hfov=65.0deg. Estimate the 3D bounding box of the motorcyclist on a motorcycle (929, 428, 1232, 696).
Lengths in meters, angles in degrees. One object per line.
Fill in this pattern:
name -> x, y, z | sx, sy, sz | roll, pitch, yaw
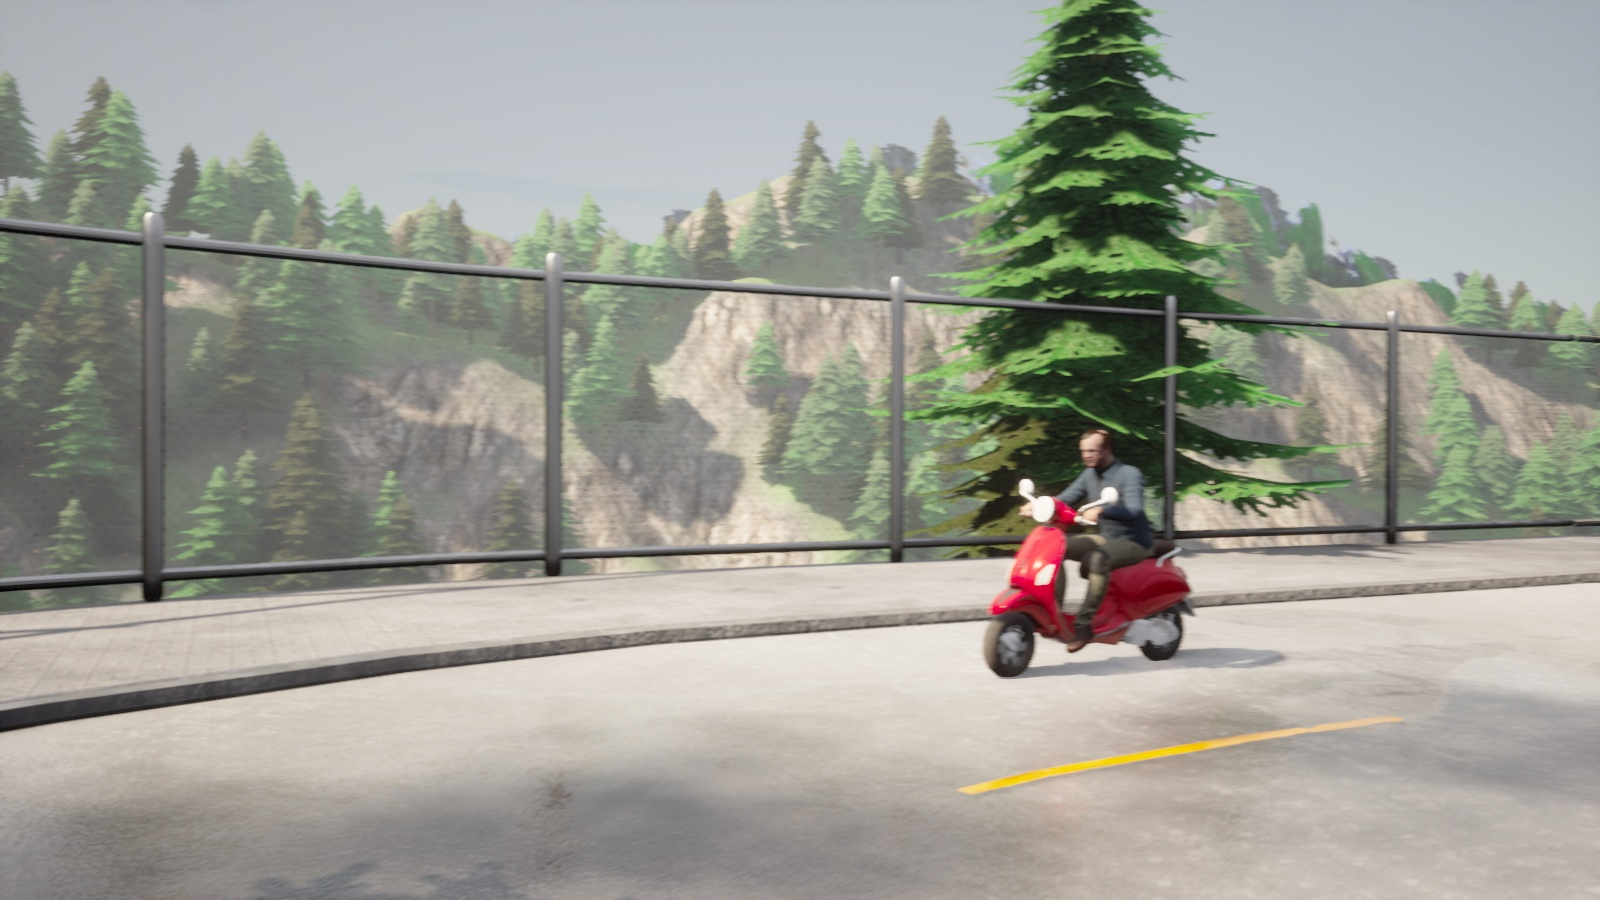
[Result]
motorcyclist on a motorcycle -> 1.858, 0.662, 8.296 | 1.817, 1.590, 0.866 | 0, 1, -30
